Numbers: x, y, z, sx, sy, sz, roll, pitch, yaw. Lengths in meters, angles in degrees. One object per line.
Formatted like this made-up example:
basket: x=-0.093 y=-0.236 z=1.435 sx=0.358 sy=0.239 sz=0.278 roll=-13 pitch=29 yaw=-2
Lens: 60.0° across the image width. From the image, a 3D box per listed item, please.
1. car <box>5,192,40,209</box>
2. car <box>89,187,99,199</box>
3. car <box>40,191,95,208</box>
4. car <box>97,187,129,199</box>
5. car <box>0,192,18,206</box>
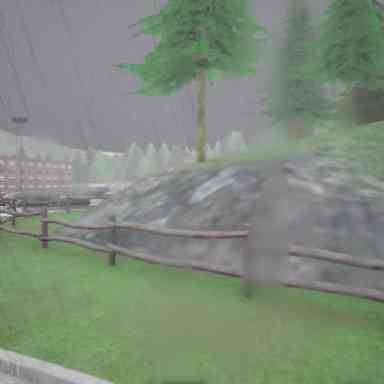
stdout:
car: x=-15.420 y=0.951 z=32.773 sx=1.895 sy=1.301 sz=4.718 roll=1 pitch=1 yaw=22
car: x=-16.311 y=0.071 z=57.865 sx=2.150 sy=2.045 sz=5.566 roll=1 pitch=1 yaw=23
car: x=-11.881 y=0.891 z=32.171 sx=1.812 sy=1.442 sz=4.674 roll=0 pitch=1 yaw=22
car: x=-13.256 y=0.380 z=56.116 sx=1.882 sy=1.535 sz=5.008 roll=1 pitch=1 yaw=23
car: x=-18.368 y=0.787 z=34.792 sx=1.882 sy=1.535 sz=5.008 roll=0 pitch=1 yaw=22
